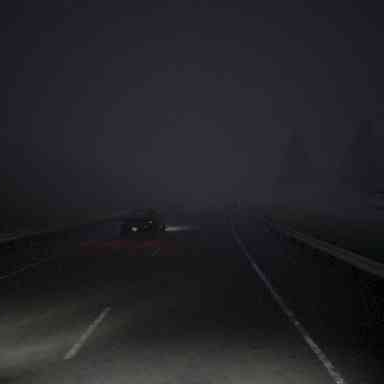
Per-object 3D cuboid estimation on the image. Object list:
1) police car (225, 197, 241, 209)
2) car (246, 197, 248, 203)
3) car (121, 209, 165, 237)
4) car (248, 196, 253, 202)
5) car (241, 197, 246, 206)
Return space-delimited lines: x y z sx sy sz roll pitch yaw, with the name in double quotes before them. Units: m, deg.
"police car" 6.440 1.800 53.648 1.930 1.638 5.238 0 0 11
"car" 9.894 1.987 68.795 1.837 1.490 4.892 0 0 14
"car" -2.662 1.650 18.666 1.812 1.442 4.674 0 0 4
"car" 13.622 1.984 85.745 2.128 1.511 4.902 0 0 17
"car" 8.484 1.792 63.069 2.097 1.767 4.553 0 0 13
